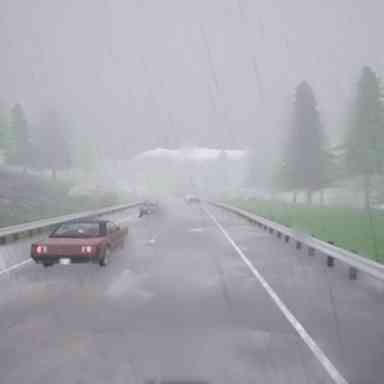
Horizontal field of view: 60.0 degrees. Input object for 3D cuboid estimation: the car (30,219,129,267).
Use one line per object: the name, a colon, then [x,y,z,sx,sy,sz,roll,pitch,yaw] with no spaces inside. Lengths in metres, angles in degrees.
car: [-3.398,1.558,11.136,1.895,1.301,4.718,0,0,0]

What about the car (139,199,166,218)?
car: [-3.403,1.381,29.065,2.128,1.511,4.902,0,0,0]

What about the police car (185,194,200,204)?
police car: [0.285,1.206,57.942,1.930,1.638,5.238,0,0,-3]

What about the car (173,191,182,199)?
car: [-3.518,0.757,90.799,2.150,2.045,5.566,0,0,-6]

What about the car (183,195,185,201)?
car: [-0.366,1.269,67.937,1.812,1.442,4.674,0,0,-4]

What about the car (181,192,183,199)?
car: [-0.858,1.225,73.993,1.837,1.490,4.892,0,0,-5]
